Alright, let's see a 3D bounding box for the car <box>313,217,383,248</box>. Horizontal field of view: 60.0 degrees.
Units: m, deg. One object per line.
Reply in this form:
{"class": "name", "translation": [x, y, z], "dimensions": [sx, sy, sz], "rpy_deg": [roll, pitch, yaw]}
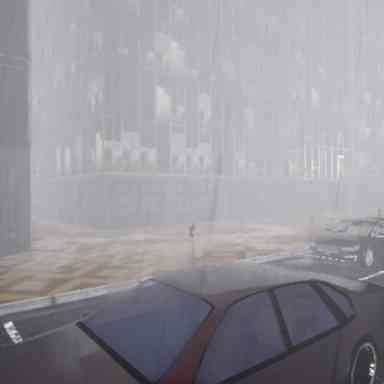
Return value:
{"class": "car", "translation": [5.667, 1.535, 11.044], "dimensions": [4.403, 1.369, 2.008], "rpy_deg": [0, 0, -38]}

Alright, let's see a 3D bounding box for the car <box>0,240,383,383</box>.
{"class": "car", "translation": [0.255, 1.557, 3.466], "dimensions": [5.357, 1.411, 2.033], "rpy_deg": [0, 0, -38]}
